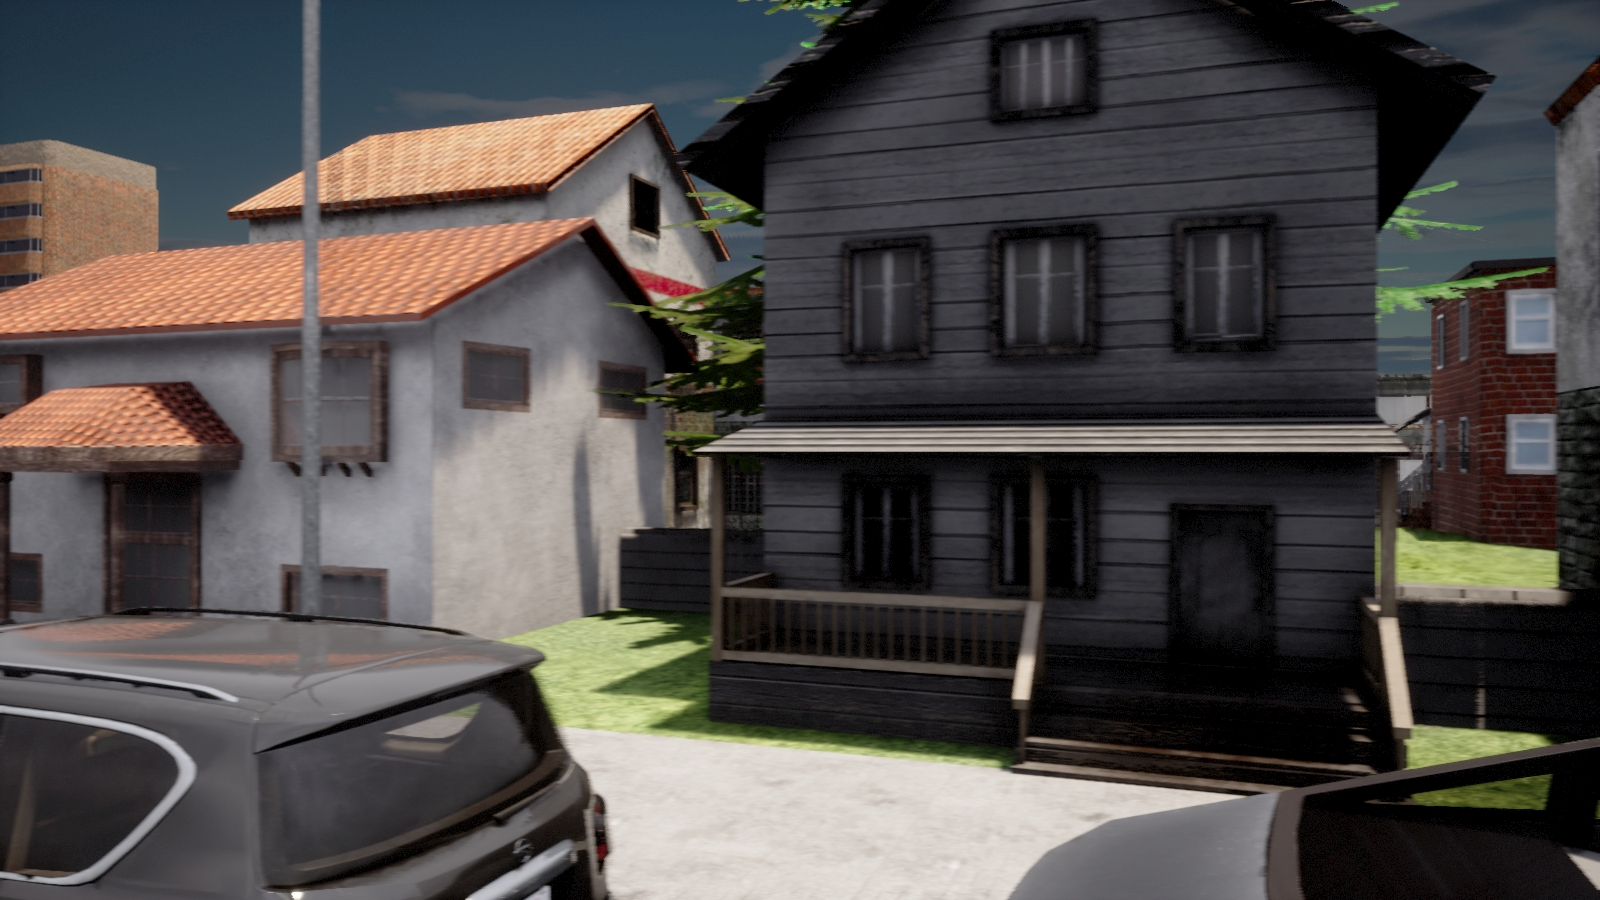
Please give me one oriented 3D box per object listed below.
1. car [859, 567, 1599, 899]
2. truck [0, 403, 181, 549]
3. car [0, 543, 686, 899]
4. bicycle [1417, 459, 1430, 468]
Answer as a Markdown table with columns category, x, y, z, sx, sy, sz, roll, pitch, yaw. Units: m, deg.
| category | x | y | z | sx | sy | sz | roll | pitch | yaw |
| --- | --- | --- | --- | --- | --- | --- | --- | --- | --- |
| car | 3.487 | 1.534 | 2.542 | 6.274 | 2.098 | 2.390 | 0 | 0 | 20 |
| truck | -21.842 | 0.670 | 31.696 | 2.891 | 3.827 | 8.468 | 0 | 0 | 20 |
| car | -3.491 | 1.559 | 5.040 | 5.566 | 2.045 | 2.150 | 0 | 0 | 21 |
| bicycle | 87.803 | 1.936 | 160.894 | 1.643 | 1.296 | 0.373 | 0 | 0 | 20 |
